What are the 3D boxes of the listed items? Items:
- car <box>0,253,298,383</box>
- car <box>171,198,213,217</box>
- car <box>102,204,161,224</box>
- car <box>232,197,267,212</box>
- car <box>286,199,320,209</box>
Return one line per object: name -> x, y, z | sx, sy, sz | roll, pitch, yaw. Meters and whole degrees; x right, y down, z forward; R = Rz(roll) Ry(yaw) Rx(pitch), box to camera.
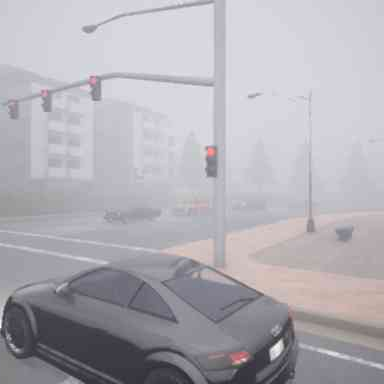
car -> -0.774, 1.564, 4.541 | 4.181, 1.385, 1.994 | 0, 0, 36
car -> 0.098, 1.356, 31.658 | 2.097, 1.767, 4.553 | 0, 0, 38
car -> -4.496, 1.605, 25.178 | 1.895, 1.301, 4.718 | 0, 0, 34
car -> 6.721, 1.355, 38.836 | 4.553, 1.767, 2.097 | 0, 0, -40
car -> 14.843, 1.603, 44.596 | 4.718, 1.301, 1.895 | 0, 0, -28
